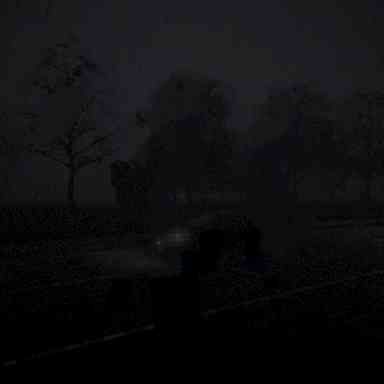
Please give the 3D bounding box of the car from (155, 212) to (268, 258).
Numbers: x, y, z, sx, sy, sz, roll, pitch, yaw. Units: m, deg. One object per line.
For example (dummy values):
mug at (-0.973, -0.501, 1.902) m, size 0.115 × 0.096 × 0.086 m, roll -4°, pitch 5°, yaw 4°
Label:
car at (0.870, 1.501, 12.770) m, size 4.674 × 1.442 × 1.812 m, roll 0°, pitch 0°, yaw -32°
